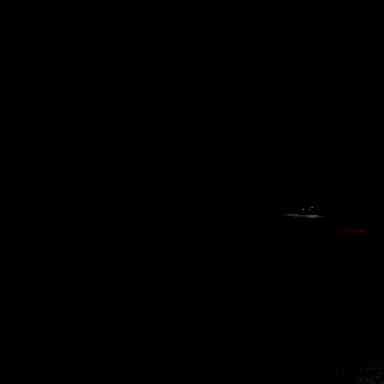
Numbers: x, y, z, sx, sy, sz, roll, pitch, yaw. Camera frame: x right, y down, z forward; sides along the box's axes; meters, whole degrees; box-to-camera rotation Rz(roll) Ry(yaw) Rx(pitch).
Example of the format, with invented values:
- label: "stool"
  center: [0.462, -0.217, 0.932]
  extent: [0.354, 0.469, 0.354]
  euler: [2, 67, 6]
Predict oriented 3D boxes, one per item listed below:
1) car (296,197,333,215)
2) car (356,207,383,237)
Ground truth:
- label: "car"
  center: [11.808, 1.310, 31.834]
  extent: [4.892, 1.490, 1.837]
  euler: [-1, -1, -43]
- label: "car"
  center: [9.933, 1.372, 14.929]
  extent: [2.128, 1.511, 4.902]
  euler: [0, 1, -28]
